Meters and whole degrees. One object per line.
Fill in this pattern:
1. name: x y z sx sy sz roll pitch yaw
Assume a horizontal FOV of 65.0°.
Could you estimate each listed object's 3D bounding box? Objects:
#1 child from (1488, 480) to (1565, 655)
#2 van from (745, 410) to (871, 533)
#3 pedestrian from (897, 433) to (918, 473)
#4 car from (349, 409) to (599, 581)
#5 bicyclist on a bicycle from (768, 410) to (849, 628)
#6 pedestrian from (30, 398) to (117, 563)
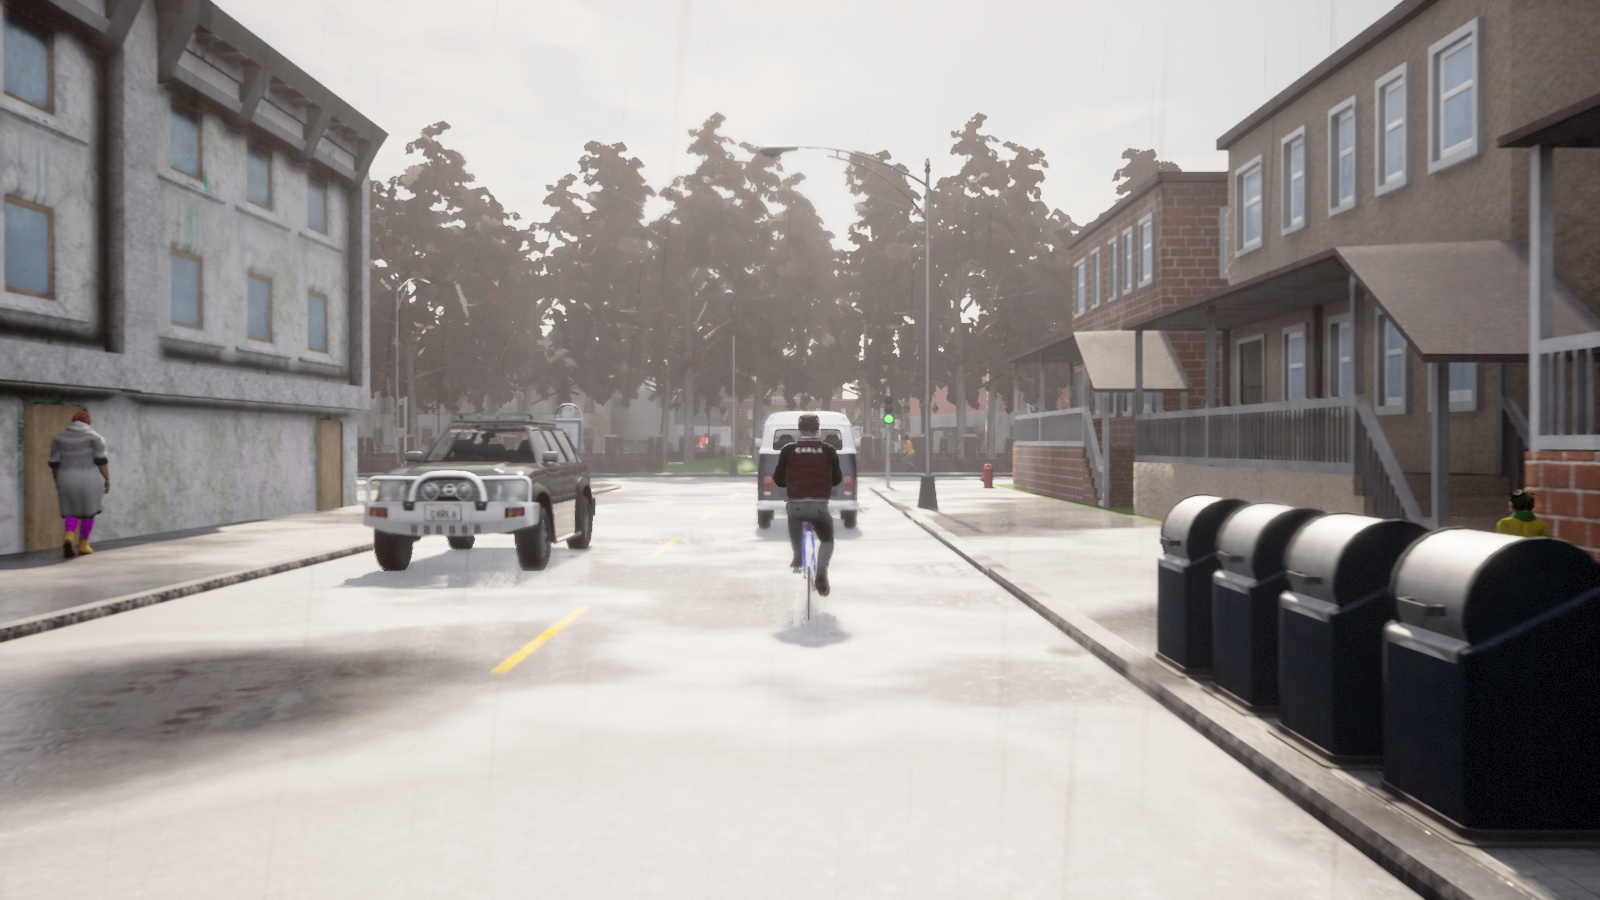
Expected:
1. child: 4.995 0.791 8.647 0.299 1.160 0.473 0 0 9
2. van: 0.143 0.341 22.957 2.069 2.038 4.480 0 0 0
3. pedestrian: 4.990 0.133 58.094 0.900 1.855 0.874 0 0 0
4. car: -3.896 0.471 15.883 1.932 1.855 4.605 0 0 0
5. bicyclist on a bicycle: 0.077 0.554 11.154 0.659 1.776 1.843 0 1 0
6. pedestrian: -8.880 0.362 15.380 0.659 1.952 0.873 0 0 -11
